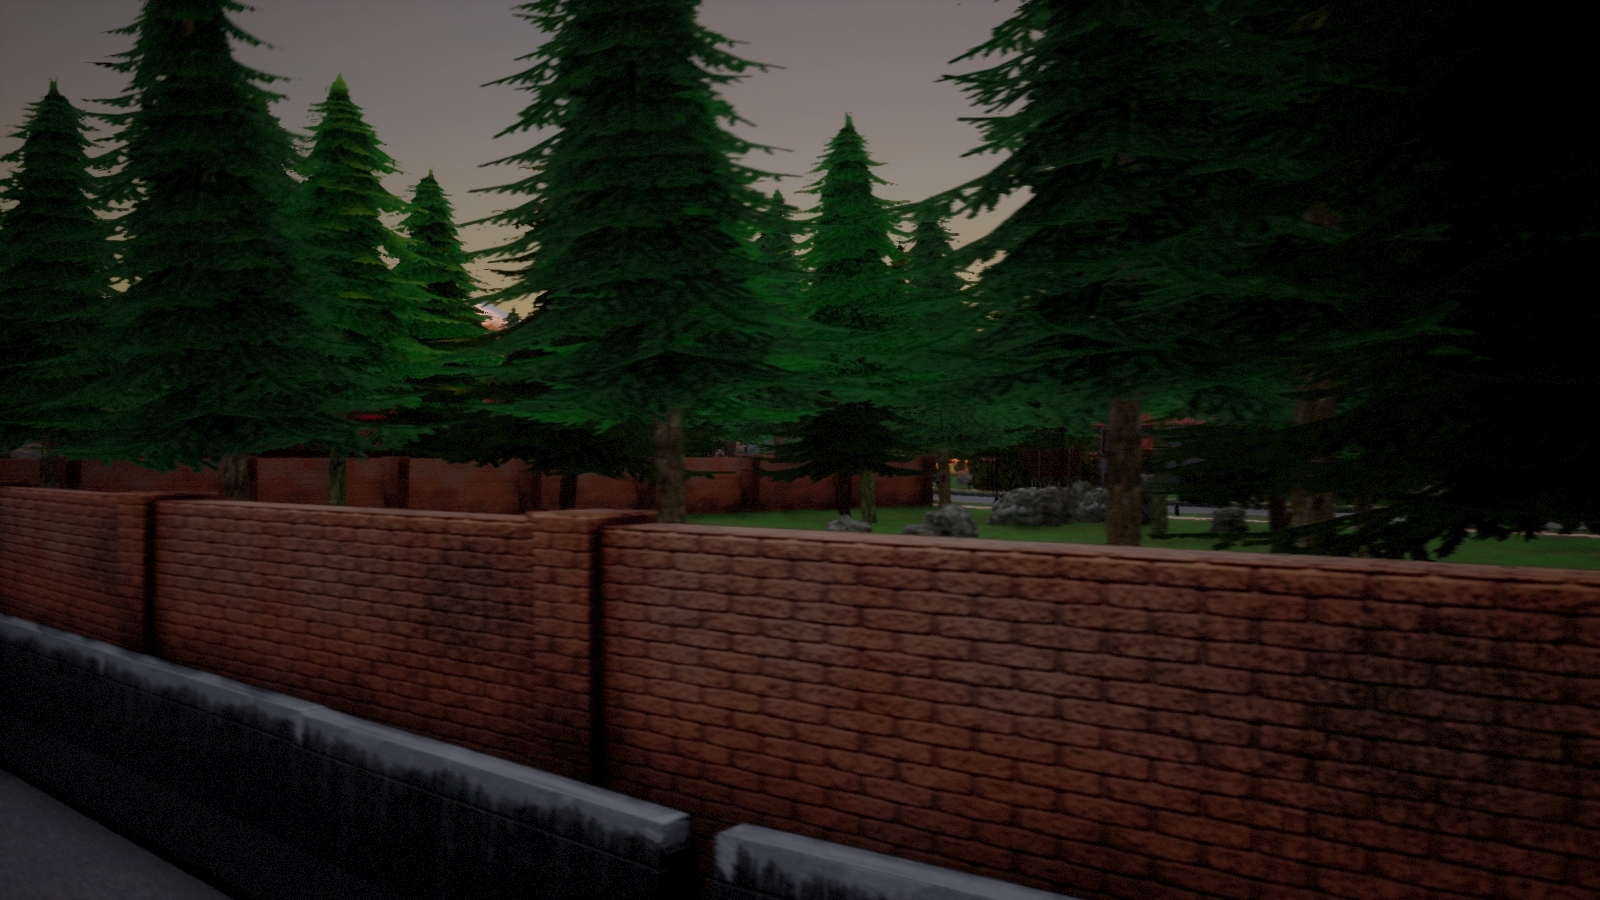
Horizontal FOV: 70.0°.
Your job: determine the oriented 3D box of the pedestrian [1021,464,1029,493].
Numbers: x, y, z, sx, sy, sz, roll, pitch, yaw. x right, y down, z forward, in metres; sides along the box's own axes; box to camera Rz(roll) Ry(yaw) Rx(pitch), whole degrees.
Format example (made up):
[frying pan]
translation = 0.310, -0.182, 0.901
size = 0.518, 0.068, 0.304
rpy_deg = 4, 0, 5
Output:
[pedestrian]
translation = 14.579, 1.815, 74.011
size = 0.375, 1.860, 0.375
rpy_deg = 0, 0, -32
